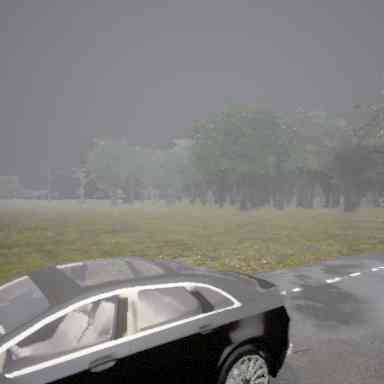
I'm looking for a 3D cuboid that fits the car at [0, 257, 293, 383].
[{"bbox_3d":[-1.122,1.493,3.169,4.902,1.511,2.128,0,0,-35],"label":"car"}]
